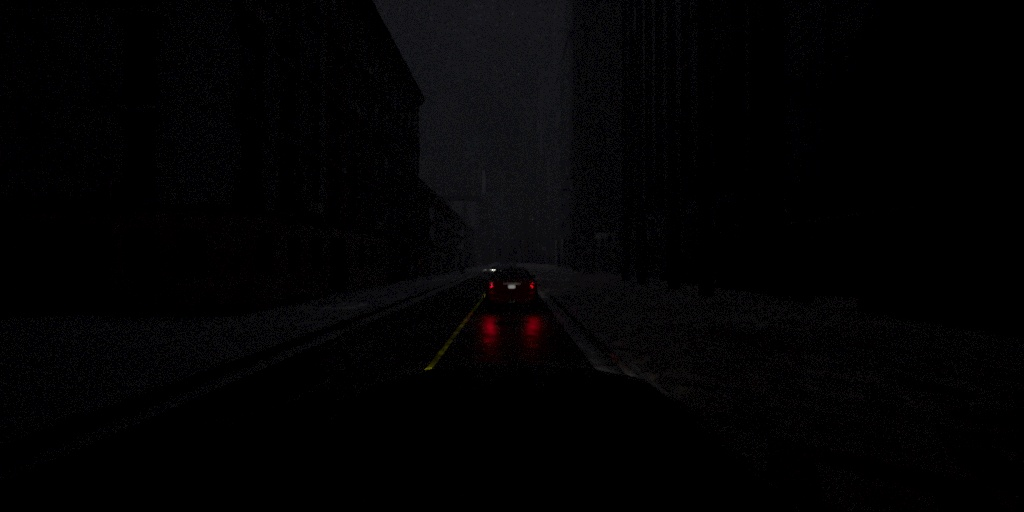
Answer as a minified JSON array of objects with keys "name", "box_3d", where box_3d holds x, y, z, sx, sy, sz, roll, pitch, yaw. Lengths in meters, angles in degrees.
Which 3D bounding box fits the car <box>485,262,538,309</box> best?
[{"name":"car","box_3d":[-0.002,1.237,15.933,2.097,1.767,4.553,0,-1,0]}]
